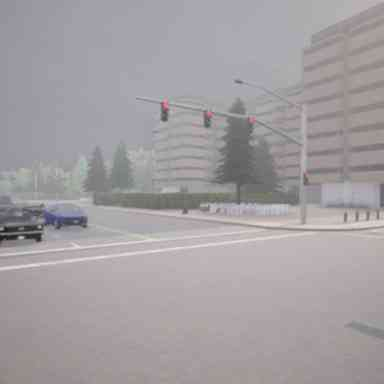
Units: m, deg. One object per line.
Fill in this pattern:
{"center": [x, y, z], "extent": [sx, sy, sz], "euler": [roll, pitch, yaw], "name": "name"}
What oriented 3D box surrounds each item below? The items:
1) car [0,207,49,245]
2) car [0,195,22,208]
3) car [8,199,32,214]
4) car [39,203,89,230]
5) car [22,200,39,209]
{"center": [-8.452, 1.626, 15.906], "extent": [1.895, 1.301, 4.718], "euler": [0, 0, -34], "name": "car"}
{"center": [-13.892, 1.260, 23.654], "extent": [2.150, 2.045, 5.566], "euler": [0, 0, -35], "name": "car"}
{"center": [-19.662, 1.585, 37.909], "extent": [1.812, 1.442, 4.674], "euler": [0, 0, -35], "name": "car"}
{"center": [-8.366, 1.510, 21.898], "extent": [1.882, 1.535, 5.008], "euler": [0, 0, -35], "name": "car"}
{"center": [-13.750, 1.646, 29.517], "extent": [1.895, 1.301, 4.718], "euler": [0, 0, -35], "name": "car"}
